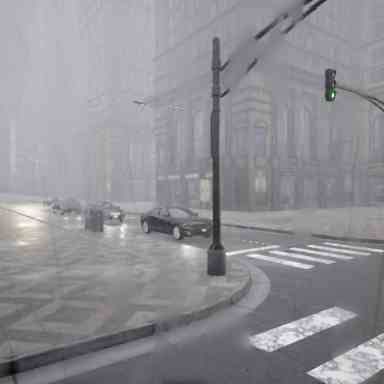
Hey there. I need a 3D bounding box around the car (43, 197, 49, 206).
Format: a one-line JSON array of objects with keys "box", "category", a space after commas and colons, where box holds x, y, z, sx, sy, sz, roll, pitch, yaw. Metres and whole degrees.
[{"box": [-21.993, 1.451, 52.109, 1.812, 1.442, 4.674, 0, 0, -36], "category": "car"}]

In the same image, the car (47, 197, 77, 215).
[{"box": [-12.963, 1.522, 34.125, 2.033, 1.411, 5.357, 0, 0, -35], "category": "car"}]

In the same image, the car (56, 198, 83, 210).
[{"box": [-16.352, 1.494, 44.295, 2.033, 1.411, 5.357, 0, 0, -35], "category": "car"}]

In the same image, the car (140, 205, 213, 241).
[{"box": [-0.902, 1.473, 17.206, 1.882, 1.535, 5.008, 0, 0, -36], "category": "car"}]

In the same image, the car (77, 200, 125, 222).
[{"box": [-6.816, 1.484, 25.493, 2.128, 1.511, 4.902, 0, 0, -36], "category": "car"}]
